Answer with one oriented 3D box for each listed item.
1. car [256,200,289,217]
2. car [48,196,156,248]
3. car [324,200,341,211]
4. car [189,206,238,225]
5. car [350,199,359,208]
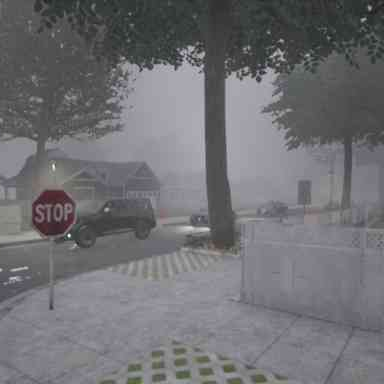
[{"bbox_3d":[7.973,1.585,32.602,2.128,1.511,4.902,1,0,35],"label":"car"},{"bbox_3d":[-4.030,1.238,15.408,2.150,2.045,5.566,1,0,35],"label":"car"},{"bbox_3d":[18.163,1.741,42.081,1.994,1.385,4.181,1,0,35],"label":"car"},{"bbox_3d":[1.600,1.617,23.497,1.994,1.385,4.181,1,0,34],"label":"car"},{"bbox_3d":[24.062,1.778,50.517,1.994,1.385,4.181,1,0,34],"label":"car"}]
